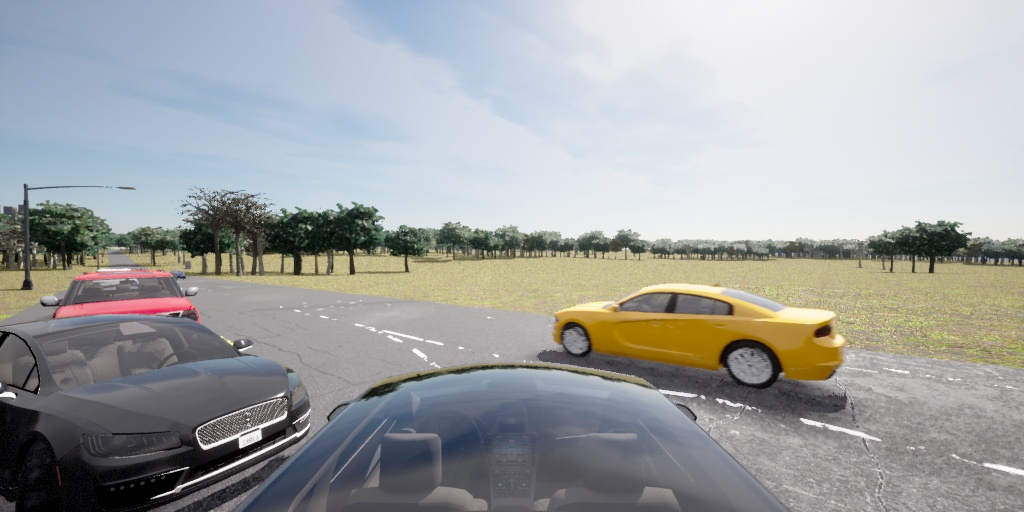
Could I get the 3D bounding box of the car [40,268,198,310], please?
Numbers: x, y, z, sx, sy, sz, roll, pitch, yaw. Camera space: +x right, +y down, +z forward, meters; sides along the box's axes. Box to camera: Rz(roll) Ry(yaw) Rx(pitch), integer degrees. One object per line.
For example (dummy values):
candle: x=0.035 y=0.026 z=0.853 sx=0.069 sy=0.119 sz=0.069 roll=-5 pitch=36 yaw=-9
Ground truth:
car: x=-9.365 y=1.386 z=8.721 sx=5.566 sy=2.045 sz=2.150 roll=-2 pitch=0 yaw=42

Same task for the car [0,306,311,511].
car: x=-4.513 y=1.445 z=4.013 sx=4.892 sy=1.490 sz=1.837 roll=-3 pitch=-3 yaw=22

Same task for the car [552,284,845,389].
car: x=3.110 y=1.304 z=7.039 sx=5.008 sy=1.535 sz=1.882 roll=-2 pitch=-2 yaw=41

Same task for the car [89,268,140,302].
car: x=-27.746 y=1.891 z=25.038 sx=5.566 sy=2.045 sz=2.150 roll=-2 pitch=0 yaw=42
